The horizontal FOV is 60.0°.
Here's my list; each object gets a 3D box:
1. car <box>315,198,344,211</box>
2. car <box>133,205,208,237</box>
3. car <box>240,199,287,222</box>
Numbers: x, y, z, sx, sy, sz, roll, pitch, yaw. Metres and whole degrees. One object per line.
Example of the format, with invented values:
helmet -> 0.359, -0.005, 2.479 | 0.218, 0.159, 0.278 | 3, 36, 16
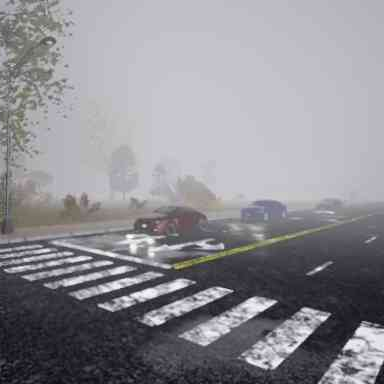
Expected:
car -> 15.868, 1.374, 38.185 | 2.033, 1.411, 5.357 | 1, 1, 39
car -> -0.981, 1.379, 16.962 | 1.994, 1.385, 4.181 | 1, 1, 38
car -> 5.464, 1.297, 25.097 | 1.882, 1.535, 5.008 | 1, 1, 38
